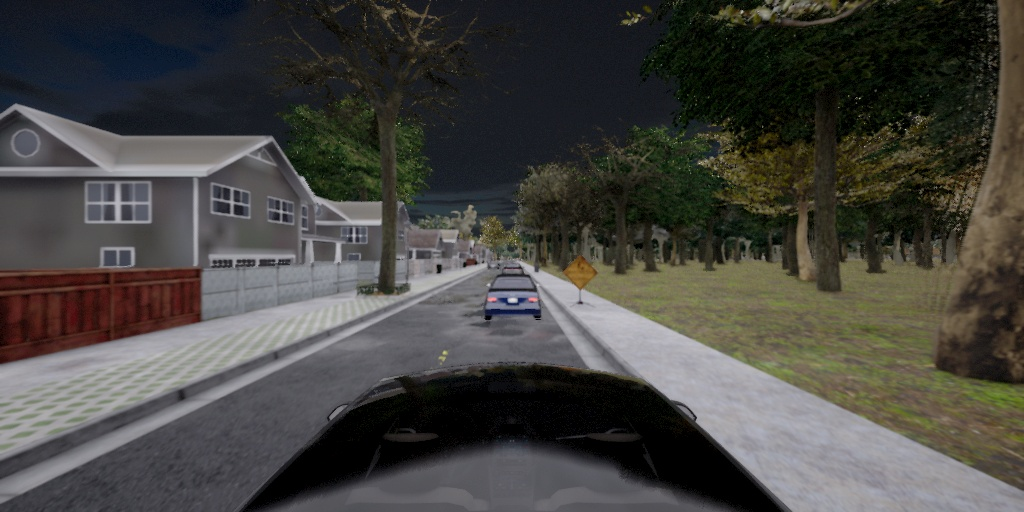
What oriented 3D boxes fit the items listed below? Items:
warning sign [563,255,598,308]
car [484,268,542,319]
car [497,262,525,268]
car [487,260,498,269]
[{"bbox_3d":[2.517,0.897,13.260,1.300,1.860,1.060,0,0,0],"label":"warning sign"},{"bbox_3d":[0.045,1.328,12.824,2.033,1.411,5.357,0,0,1],"label":"car"},{"bbox_3d":[0.069,1.329,31.535,2.128,1.511,4.902,0,0,0],"label":"car"},{"bbox_3d":[-2.819,1.412,55.825,2.128,1.511,4.902,0,0,0],"label":"car"}]
